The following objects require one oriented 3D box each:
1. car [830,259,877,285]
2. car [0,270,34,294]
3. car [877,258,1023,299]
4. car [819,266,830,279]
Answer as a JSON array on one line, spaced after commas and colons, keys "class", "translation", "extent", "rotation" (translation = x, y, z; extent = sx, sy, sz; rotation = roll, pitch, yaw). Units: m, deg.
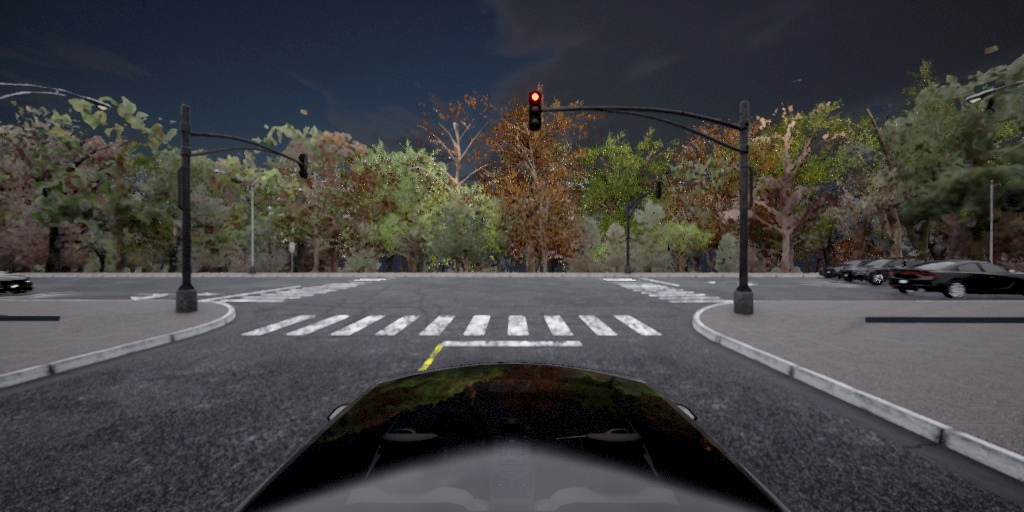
[{"class": "car", "translation": [22.300, 0.883, 21.292], "extent": [4.892, 1.490, 1.837], "rotation": [0, 0, 1]}, {"class": "car", "translation": [-23.858, 1.039, 15.487], "extent": [4.892, 1.490, 1.837], "rotation": [0, 0, 1]}, {"class": "car", "translation": [18.619, 0.903, 14.755], "extent": [5.008, 1.535, 1.882], "rotation": [0, 0, 1]}, {"class": "car", "translation": [23.664, 0.922, 24.515], "extent": [4.181, 1.385, 1.994], "rotation": [0, 0, 1]}]
